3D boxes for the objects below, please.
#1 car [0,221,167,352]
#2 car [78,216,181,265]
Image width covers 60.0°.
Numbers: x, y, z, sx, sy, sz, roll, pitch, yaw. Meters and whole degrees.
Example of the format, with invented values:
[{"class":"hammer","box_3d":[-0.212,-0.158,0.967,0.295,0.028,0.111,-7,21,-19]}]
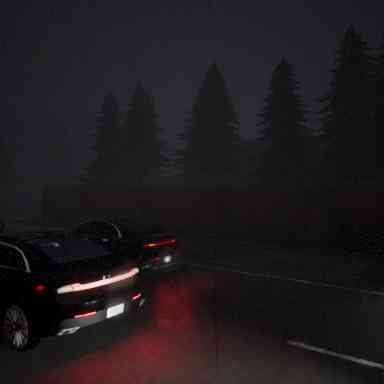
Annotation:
[{"class":"car","box_3d":[-3.070,1.491,6.202,4.902,1.511,2.128,0,0,36]},{"class":"car","box_3d":[-2.600,1.505,10.171,4.892,1.490,1.837,0,0,36]}]
